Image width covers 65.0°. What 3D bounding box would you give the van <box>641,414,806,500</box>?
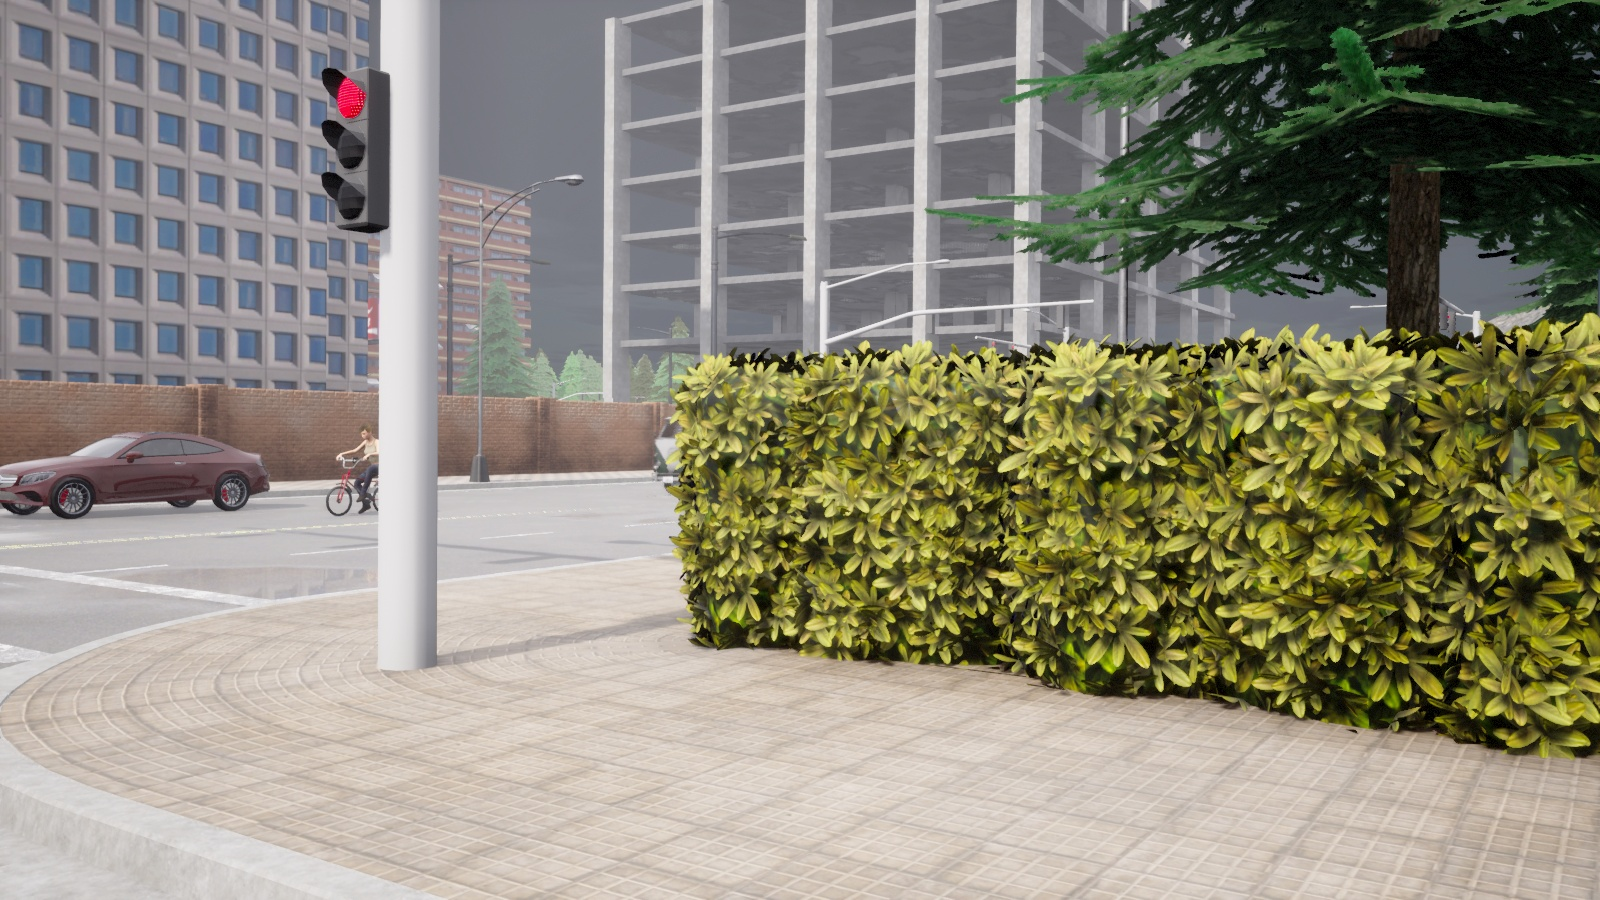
[{"bbox_3d":[-1.822,0.129,31.280,1.775,1.987,4.442,0,1,33],"label":"van"}]

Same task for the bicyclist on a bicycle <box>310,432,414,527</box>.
[{"bbox_3d":[-7.757,0.489,22.290,0.866,1.612,1.509,0,1,34],"label":"bicyclist on a bicycle"}]

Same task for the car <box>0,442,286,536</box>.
[{"bbox_3d":[-11.841,0.613,22.469,1.812,1.442,4.674,0,1,33],"label":"car"}]
